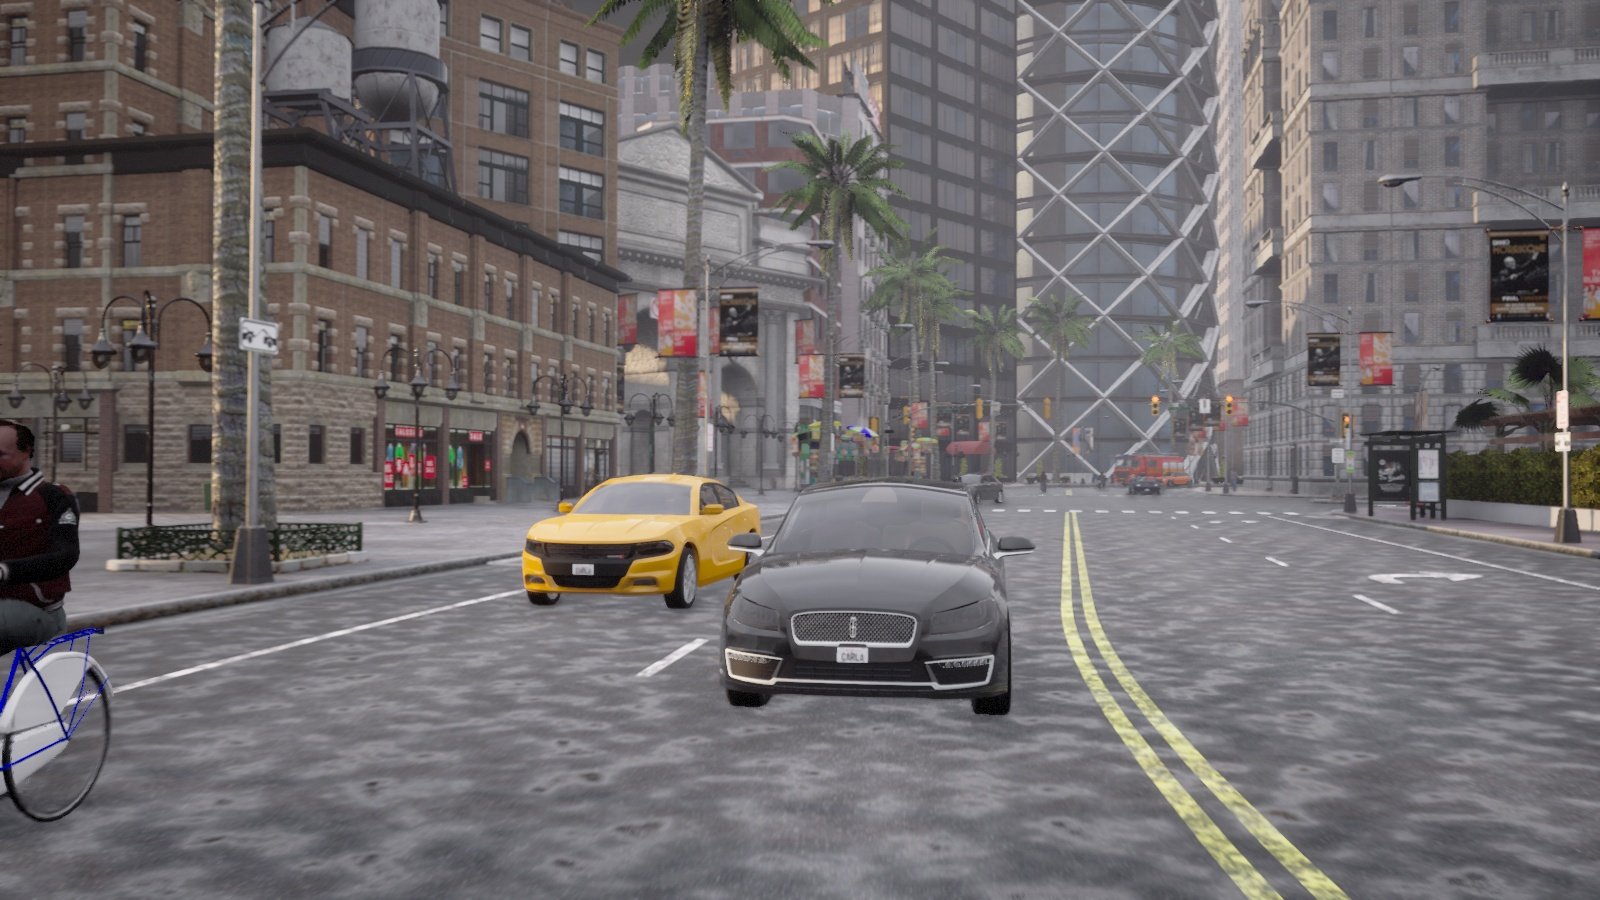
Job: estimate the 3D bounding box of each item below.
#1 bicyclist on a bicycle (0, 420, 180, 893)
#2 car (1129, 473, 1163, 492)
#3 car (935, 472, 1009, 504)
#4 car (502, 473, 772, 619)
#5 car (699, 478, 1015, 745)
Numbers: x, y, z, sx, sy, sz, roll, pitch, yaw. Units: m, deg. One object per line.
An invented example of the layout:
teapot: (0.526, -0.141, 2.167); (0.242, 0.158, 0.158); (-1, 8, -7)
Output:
bicyclist on a bicycle: (-3.311, 0.781, 4.999); (0.659, 1.776, 1.843); (0, -1, 4)
car: (24.642, 2.327, 89.621); (1.895, 1.301, 4.718); (0, -1, 10)
car: (8.320, 1.800, 60.366); (1.837, 1.490, 4.892); (-1, -1, 30)
car: (-1.822, 1.065, 15.915); (1.882, 1.535, 5.008); (0, -1, 11)
car: (0.675, 0.980, 9.721); (1.837, 1.490, 4.892); (0, -1, 9)
